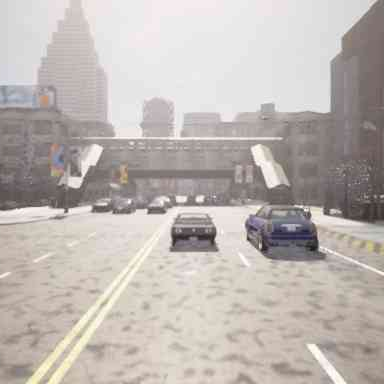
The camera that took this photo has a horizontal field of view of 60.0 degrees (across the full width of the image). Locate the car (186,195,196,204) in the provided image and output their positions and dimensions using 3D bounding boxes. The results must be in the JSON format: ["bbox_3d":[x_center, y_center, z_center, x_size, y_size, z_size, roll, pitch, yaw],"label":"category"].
[{"bbox_3d":[-0.120,1.446,63.658,1.837,1.490,4.892,0,0,1],"label":"car"}]

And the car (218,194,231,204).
[{"bbox_3d":[6.555,1.531,66.579,1.895,1.301,4.718,0,0,-1],"label":"car"}]

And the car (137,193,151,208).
[{"bbox_3d":[-7.165,1.314,44.693,2.097,1.767,4.553,0,0,0],"label":"car"}]

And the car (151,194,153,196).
[{"bbox_3d":[-7.157,1.428,57.469,1.882,1.535,5.008,0,0,0],"label":"car"}]

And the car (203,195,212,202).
[{"bbox_3d":[3.440,1.387,74.076,1.812,1.442,4.674,0,0,0],"label":"car"}]

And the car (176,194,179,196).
[{"bbox_3d":[-3.652,1.453,58.716,1.837,1.490,4.892,0,0,0],"label":"car"}]

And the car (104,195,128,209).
[{"bbox_3d":[-10.153,1.318,44.531,2.185,1.767,4.553,0,0,-1],"label":"car"}]

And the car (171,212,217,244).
[{"bbox_3d":[0.060,1.586,15.561,1.895,1.301,4.718,0,0,0],"label":"car"}]

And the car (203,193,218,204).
[{"bbox_3d":[3.381,1.432,63.665,2.128,1.511,4.902,0,0,1],"label":"car"}]

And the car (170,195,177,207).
[{"bbox_3d":[-3.660,1.507,46.037,2.033,1.411,5.357,0,0,0],"label":"car"}]

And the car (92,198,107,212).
[{"bbox_3d":[-9.997,1.449,38.107,2.097,1.535,5.008,0,0,-1],"label":"car"}]

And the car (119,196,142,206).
[{"bbox_3d":[-10.146,1.434,55.307,2.231,1.521,4.892,0,0,9],"label":"car"}]

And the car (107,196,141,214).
[{"bbox_3d":[-7.156,1.462,35.576,2.128,1.511,4.902,0,0,0],"label":"car"}]

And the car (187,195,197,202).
[{"bbox_3d":[-0.060,1.390,74.074,2.128,1.511,4.902,0,0,0],"label":"car"}]

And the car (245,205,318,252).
[{"bbox_3d":[3.558,1.338,14.015,2.097,1.767,4.553,0,0,0],"label":"car"}]

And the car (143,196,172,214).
[{"bbox_3d":[-3.651,1.516,35.962,2.033,1.411,5.357,0,0,0],"label":"car"}]
